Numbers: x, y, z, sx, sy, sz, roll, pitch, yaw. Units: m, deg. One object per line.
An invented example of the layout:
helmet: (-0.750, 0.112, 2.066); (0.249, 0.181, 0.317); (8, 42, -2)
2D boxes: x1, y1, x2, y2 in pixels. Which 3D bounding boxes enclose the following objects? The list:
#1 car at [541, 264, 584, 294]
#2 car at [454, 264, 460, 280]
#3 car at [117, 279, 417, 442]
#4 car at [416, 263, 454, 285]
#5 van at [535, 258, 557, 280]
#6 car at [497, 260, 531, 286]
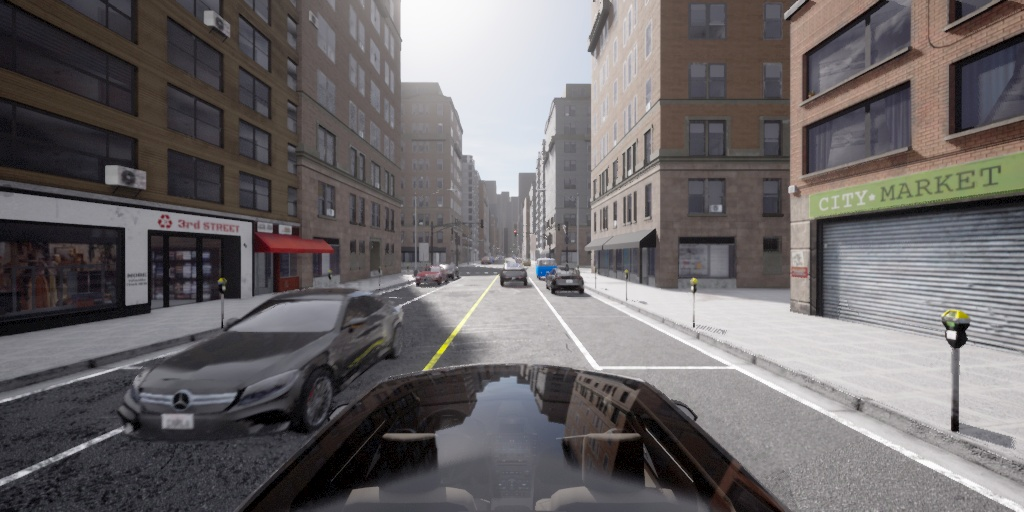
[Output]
car: (2.900, 1.315, 20.127); (1.948, 1.339, 4.313); (0, 0, 0)
car: (-5.599, 1.316, 31.035); (1.948, 1.339, 4.313); (0, 0, 0)
car: (-3.092, 1.275, 5.652); (1.812, 1.442, 4.674); (0, 0, 0)
car: (-5.612, 1.331, 25.584); (1.802, 1.307, 4.207); (0, 0, 0)
van: (2.926, 1.091, 31.024); (1.690, 1.789, 3.998); (0, 0, 0)
car: (0.128, 1.241, 25.480); (2.128, 1.511, 4.902); (0, 0, 0)
